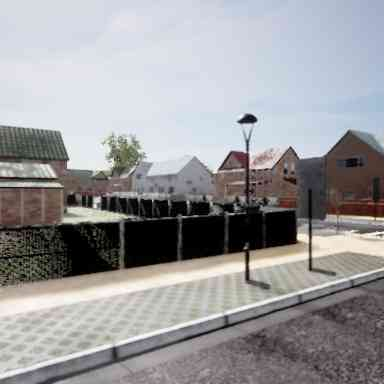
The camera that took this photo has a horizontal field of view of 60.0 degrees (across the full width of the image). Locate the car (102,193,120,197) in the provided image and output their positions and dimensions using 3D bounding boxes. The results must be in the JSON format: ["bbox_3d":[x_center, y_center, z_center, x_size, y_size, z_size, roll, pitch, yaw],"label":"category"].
[{"bbox_3d":[-13.768,0.952,56.231,2.128,1.511,4.902,0,1,-34],"label":"car"}]

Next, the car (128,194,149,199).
[{"bbox_3d":[-6.341,1.138,40.306,2.128,1.511,4.902,0,1,-34],"label":"car"}]

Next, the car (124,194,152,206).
[{"bbox_3d":[-7.855,1.063,47.628,2.128,1.511,4.902,0,1,-33],"label":"car"}]
